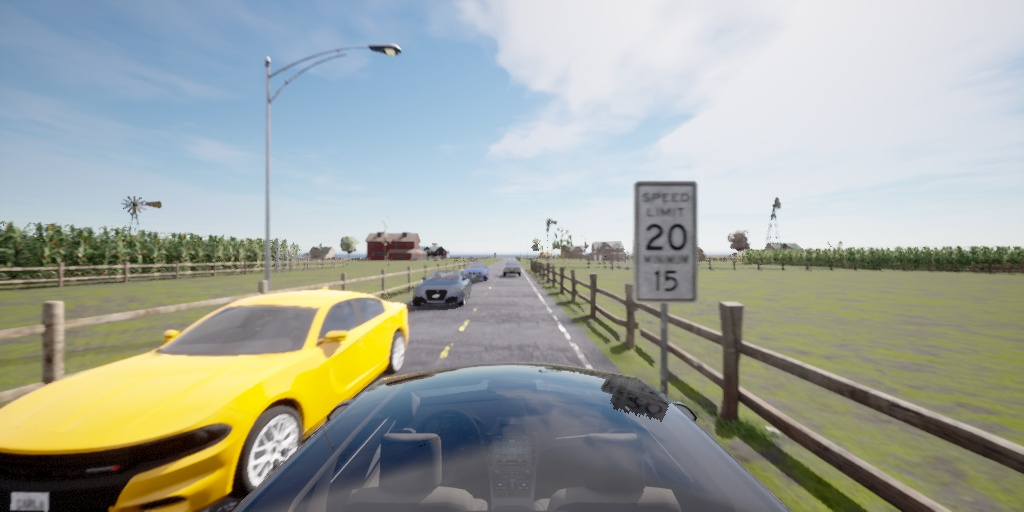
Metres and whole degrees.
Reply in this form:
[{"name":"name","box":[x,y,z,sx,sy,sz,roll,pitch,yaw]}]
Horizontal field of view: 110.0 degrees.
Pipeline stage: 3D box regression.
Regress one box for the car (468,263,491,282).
[{"name":"car","box":[-2.826,1.264,29.177,1.812,1.442,4.674,0,0,0]}]

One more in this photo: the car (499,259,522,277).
[{"name":"car","box":[0.010,1.282,36.015,2.033,1.411,5.357,0,0,0]}]

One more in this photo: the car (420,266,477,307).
[{"name":"car","box":[-2.847,1.309,15.444,1.994,1.385,4.181,0,0,0]}]

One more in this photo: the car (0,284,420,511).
[{"name":"car","box":[-2.884,1.227,4.687,1.882,1.535,5.008,0,0,1]}]
